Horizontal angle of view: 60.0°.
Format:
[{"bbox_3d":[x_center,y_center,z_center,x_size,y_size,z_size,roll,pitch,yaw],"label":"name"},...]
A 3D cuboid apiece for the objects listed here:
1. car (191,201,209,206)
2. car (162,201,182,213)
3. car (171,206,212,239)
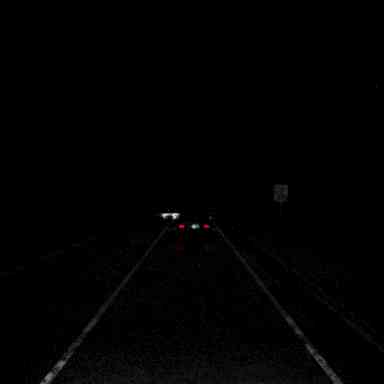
[{"bbox_3d":[0.948,1.860,39.646,1.882,1.535,5.008,0,-1,6],"label":"car"},{"bbox_3d":[-2.452,1.925,42.662,2.033,1.411,5.357,0,0,7],"label":"car"},{"bbox_3d":[0.104,1.716,18.299,2.033,1.411,5.357,0,-1,0],"label":"car"}]
